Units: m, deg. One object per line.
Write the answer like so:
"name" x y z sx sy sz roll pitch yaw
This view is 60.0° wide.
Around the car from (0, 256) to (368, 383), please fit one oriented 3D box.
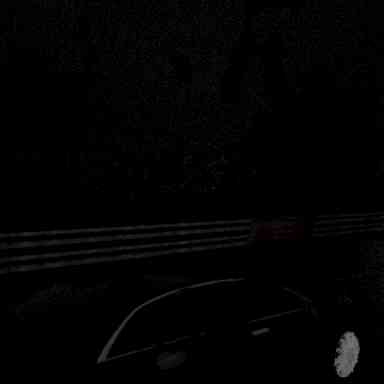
"car" 0.100 1.518 3.789 4.892 1.490 1.837 0 0 -35
